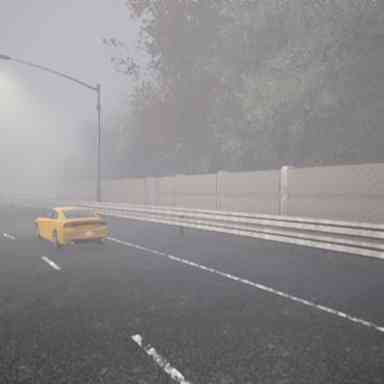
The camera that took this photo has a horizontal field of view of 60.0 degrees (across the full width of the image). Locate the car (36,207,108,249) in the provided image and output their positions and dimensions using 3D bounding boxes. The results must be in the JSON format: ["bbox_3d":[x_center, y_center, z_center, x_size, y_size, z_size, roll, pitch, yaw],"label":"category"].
[{"bbox_3d":[-5.340,1.393,14.398,1.882,1.535,5.008,0,0,-37],"label":"car"}]
